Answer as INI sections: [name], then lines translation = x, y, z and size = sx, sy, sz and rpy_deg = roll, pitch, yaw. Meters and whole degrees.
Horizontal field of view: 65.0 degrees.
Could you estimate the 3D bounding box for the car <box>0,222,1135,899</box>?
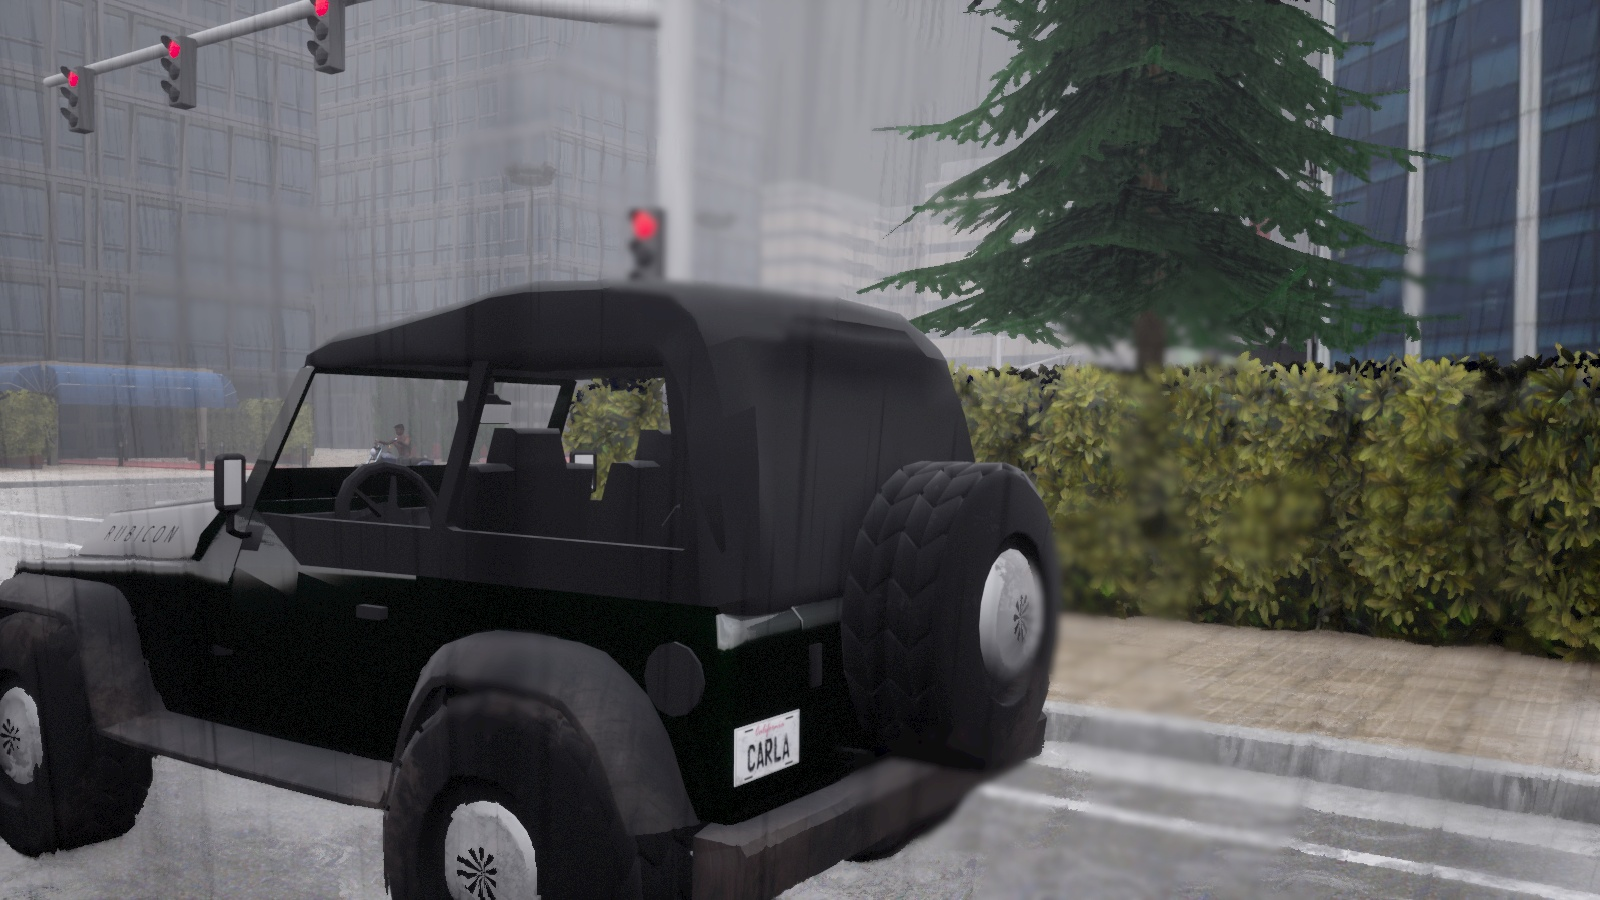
[car]
translation = -1.061, 0.478, 4.325
size = 3.866, 1.878, 1.905
rpy_deg = 0, 1, 34
